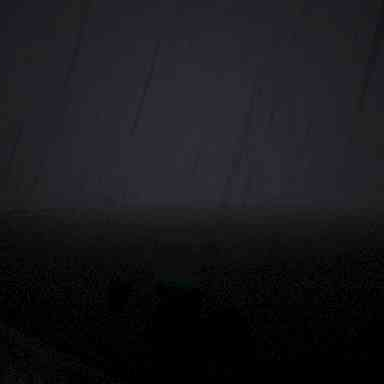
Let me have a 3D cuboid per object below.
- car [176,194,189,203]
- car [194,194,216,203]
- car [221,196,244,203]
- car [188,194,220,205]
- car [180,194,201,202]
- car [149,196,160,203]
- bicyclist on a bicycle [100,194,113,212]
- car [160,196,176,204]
[{"bbox_3d":[-0.150,1.367,56.661,1.994,1.385,4.181,0,0,35],"label":"car"},{"bbox_3d":[2.671,1.259,66.912,1.882,1.535,5.008,0,0,35],"label":"car"},{"bbox_3d":[7.953,1.424,62.252,1.895,1.301,4.718,0,0,35],"label":"car"},{"bbox_3d":[1.992,1.302,53.632,1.882,1.535,5.008,0,0,35],"label":"car"},{"bbox_3d":[-0.199,1.238,68.916,1.882,1.535,5.008,0,0,35],"label":"car"},{"bbox_3d":[-5.853,1.326,60.711,1.994,1.385,4.181,0,0,35],"label":"car"},{"bbox_3d":[-8.058,1.008,31.739,1.656,1.620,0.582,34,17,27],"label":"bicyclist on a bicycle"},{"bbox_3d":[-3.023,1.346,58.658,1.994,1.385,4.181,0,0,35],"label":"car"}]
